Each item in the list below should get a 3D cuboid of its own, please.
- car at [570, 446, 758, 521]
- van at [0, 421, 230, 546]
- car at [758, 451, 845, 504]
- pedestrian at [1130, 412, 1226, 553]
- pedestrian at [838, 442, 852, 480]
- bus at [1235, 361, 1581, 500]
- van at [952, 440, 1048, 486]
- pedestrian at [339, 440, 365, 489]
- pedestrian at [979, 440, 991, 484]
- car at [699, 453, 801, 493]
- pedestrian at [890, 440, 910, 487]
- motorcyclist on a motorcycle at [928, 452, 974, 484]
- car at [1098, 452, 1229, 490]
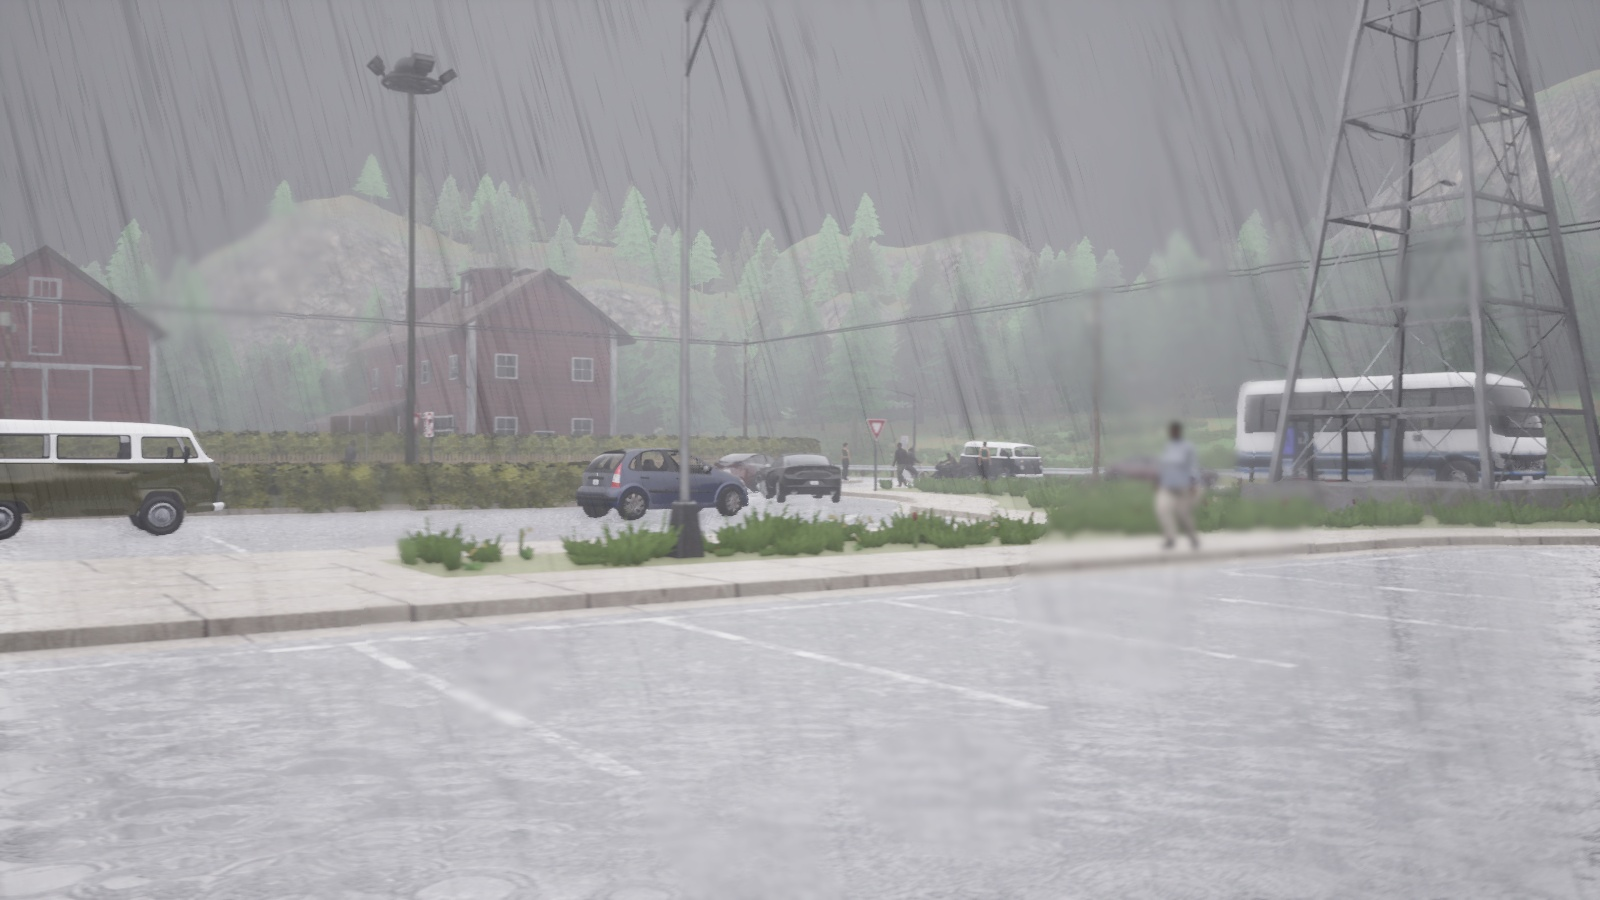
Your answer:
[{"bbox_3d":[-3.099,0.721,29.016,3.988,1.617,1.851,0,0,-41],"label":"car"},{"bbox_3d":[-12.672,0.550,22.154,4.480,2.038,2.069,0,0,-34],"label":"van"},{"bbox_3d":[-0.029,0.819,39.459,1.882,1.535,5.008,0,0,-10],"label":"car"},{"bbox_3d":[5.174,0.431,17.196,0.900,1.855,0.874,0,0,-35],"label":"pedestrian"},{"bbox_3d":[2.211,0.546,61.459,0.594,1.836,0.345,0,0,-45],"label":"pedestrian"},{"bbox_3d":[20.786,-0.568,43.811,3.944,4.253,10.273,0,0,-34],"label":"bus"},{"bbox_3d":[9.597,0.586,60.510,2.069,2.038,4.480,0,1,-34],"label":"van"},{"bbox_3d":[-17.374,0.556,48.705,0.849,1.883,0.563,0,0,-33],"label":"pedestrian"},{"bbox_3d":[7.784,0.513,52.915,0.345,1.836,0.594,0,0,24],"label":"pedestrian"},{"bbox_3d":[-1.899,0.870,49.724,2.163,1.488,4.792,0,0,24],"label":"car"},{"bbox_3d":[3.925,0.513,49.398,0.703,1.840,0.431,0,0,-42],"label":"pedestrian"},{"bbox_3d":[7.206,0.859,60.061,2.044,1.523,0.797,0,0,-12],"label":"motorcyclist on a motorcycle"},{"bbox_3d":[15.055,0.841,52.244,2.163,1.488,4.792,0,0,-44],"label":"car"}]
